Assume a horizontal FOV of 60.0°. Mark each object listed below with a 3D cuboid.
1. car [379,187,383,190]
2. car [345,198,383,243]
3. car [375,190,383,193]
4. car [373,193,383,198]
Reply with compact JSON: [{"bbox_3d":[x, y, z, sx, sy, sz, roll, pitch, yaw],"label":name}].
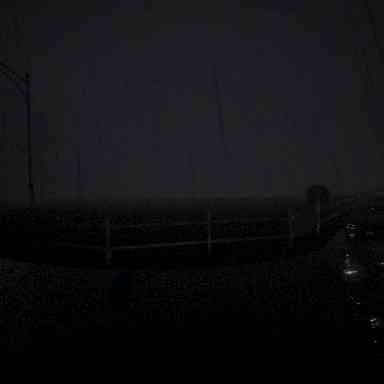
[{"bbox_3d":[24.198,0.387,41.303,2.150,2.045,5.566,-1,0,31],"label":"car"},{"bbox_3d":[7.885,1.215,14.313,1.882,1.535,5.008,-1,0,33],"label":"car"},{"bbox_3d":[18.942,0.831,32.548,1.882,1.535,5.008,-1,0,31],"label":"car"},{"bbox_3d":[13.790,1.042,23.939,1.837,1.490,4.892,-1,0,31],"label":"car"}]
